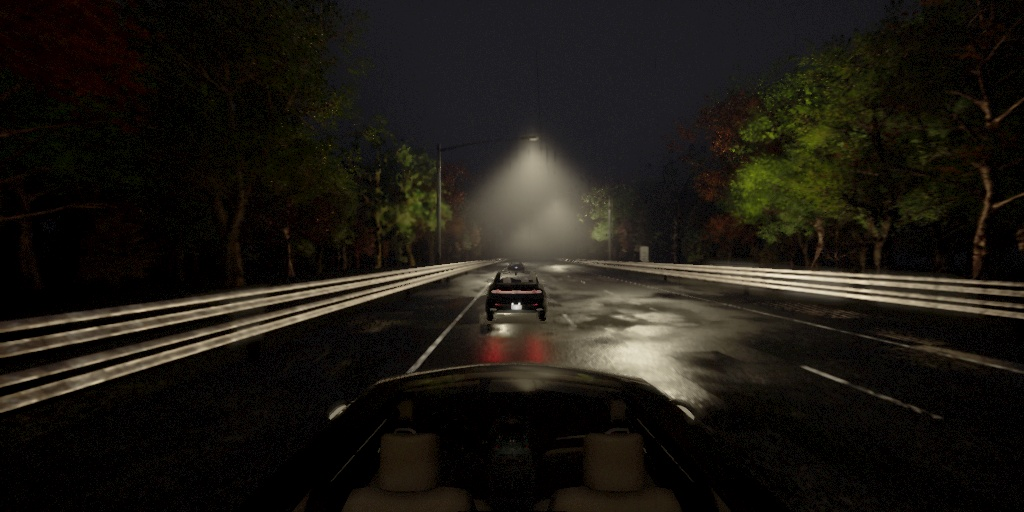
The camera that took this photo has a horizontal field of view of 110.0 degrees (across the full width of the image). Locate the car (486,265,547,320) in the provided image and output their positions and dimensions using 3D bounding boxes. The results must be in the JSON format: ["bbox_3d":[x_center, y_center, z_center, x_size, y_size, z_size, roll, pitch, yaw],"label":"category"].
[{"bbox_3d":[0.140,1.241,12.578,2.128,1.511,4.902,0,0,0],"label":"car"}]

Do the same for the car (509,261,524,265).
[{"bbox_3d":[0.533,1.309,43.335,1.994,1.385,4.181,0,0,1],"label":"car"}]
